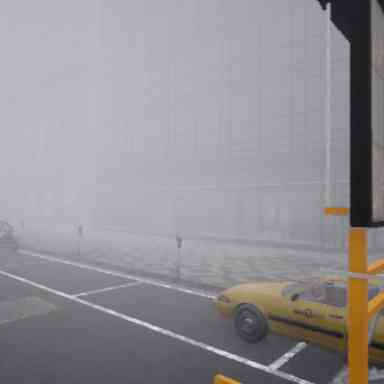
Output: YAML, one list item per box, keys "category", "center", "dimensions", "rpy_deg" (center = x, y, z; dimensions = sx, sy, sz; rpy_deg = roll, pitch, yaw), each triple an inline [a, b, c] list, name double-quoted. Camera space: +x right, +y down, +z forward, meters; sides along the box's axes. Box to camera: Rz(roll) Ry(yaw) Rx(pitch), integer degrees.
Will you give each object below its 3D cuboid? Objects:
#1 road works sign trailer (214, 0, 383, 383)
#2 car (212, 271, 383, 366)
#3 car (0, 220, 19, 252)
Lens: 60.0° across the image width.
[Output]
- category: "road works sign trailer"
  center: [1.370, 0.631, 2.593]
  dimensions: [2.880, 3.560, 2.380]
  rpy_deg: [-1, -4, 41]
- category: "car"
  center: [2.543, 1.847, 5.291]
  dimensions: [4.829, 1.417, 1.752]
  rpy_deg: [-1, -4, 42]
- category: "car"
  center: [-10.132, 2.042, 16.188]
  dimensions: [4.097, 1.590, 1.967]
  rpy_deg: [-1, -4, 41]
